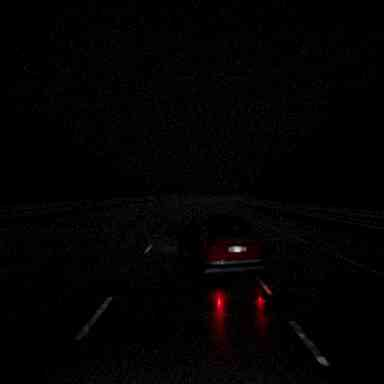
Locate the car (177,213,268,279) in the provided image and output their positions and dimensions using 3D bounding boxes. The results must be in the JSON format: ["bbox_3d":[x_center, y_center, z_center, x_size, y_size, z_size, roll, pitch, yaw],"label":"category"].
[{"bbox_3d":[0.720,1.454,10.284,2.033,1.649,4.856,-1,0,-10],"label":"car"}]
